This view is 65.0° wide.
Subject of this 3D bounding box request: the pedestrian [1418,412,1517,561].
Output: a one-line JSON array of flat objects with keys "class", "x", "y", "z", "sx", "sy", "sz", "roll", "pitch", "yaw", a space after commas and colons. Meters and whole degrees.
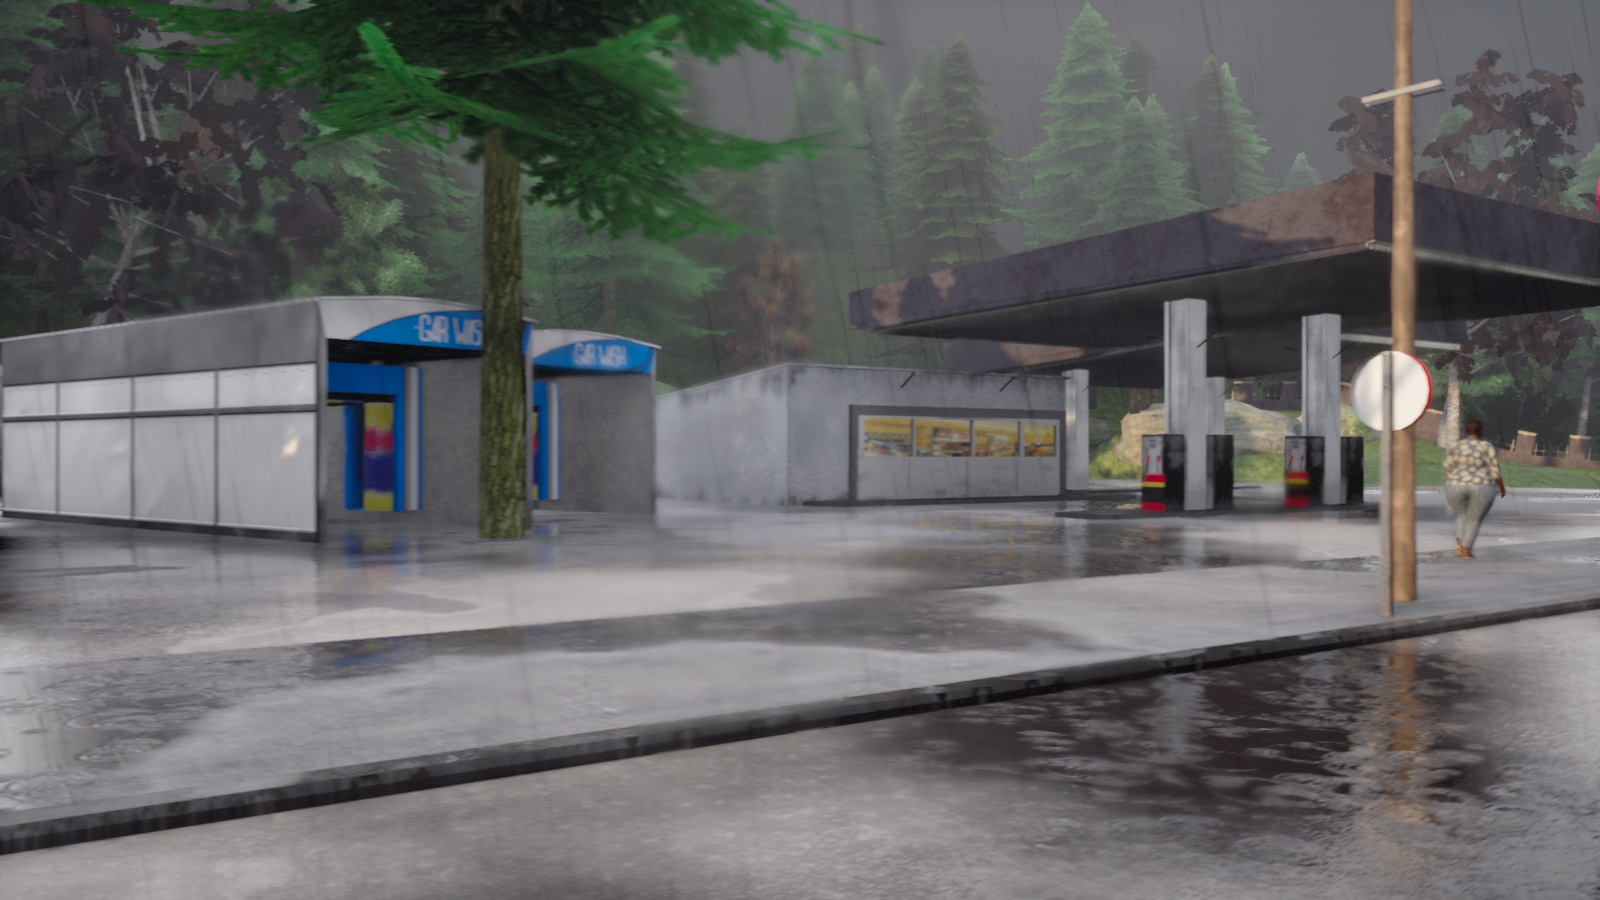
[{"class": "pedestrian", "x": 8.645, "y": 0.453, "z": 16.264, "sx": 0.900, "sy": 1.855, "sz": 0.874, "roll": 0, "pitch": 0, "yaw": -42}]
